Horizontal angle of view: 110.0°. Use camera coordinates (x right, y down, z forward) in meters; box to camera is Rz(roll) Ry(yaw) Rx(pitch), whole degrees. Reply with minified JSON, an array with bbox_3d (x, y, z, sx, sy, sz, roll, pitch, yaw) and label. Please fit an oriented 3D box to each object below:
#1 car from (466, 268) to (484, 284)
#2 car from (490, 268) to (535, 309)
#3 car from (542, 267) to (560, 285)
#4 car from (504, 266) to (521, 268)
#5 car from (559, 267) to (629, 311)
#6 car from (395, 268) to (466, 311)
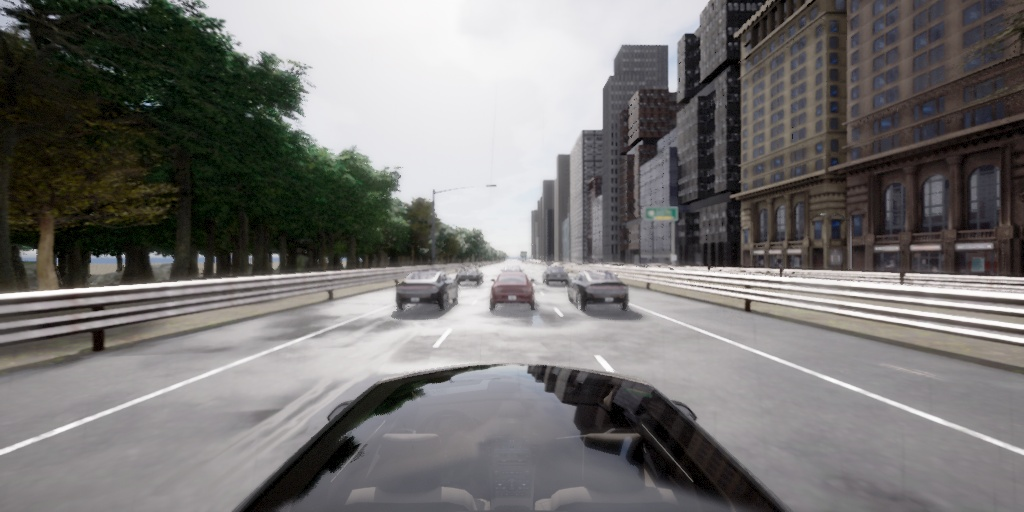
[{"bbox_3d":[-3.468,1.657,30.106,1.895,1.301,4.718,0,-1,0],"label":"car"},{"bbox_3d":[0.032,1.421,15.745,1.812,1.442,4.674,0,0,1],"label":"car"},{"bbox_3d":[3.525,1.595,29.374,2.033,1.411,5.357,0,-1,0],"label":"car"},{"bbox_3d":[0.036,1.552,30.359,2.128,1.511,4.902,0,-1,0],"label":"car"},{"bbox_3d":[3.528,1.384,15.360,2.128,1.511,4.902,0,0,1],"label":"car"},{"bbox_3d":[-3.472,1.385,15.357,2.128,1.511,4.902,0,0,0],"label":"car"}]
